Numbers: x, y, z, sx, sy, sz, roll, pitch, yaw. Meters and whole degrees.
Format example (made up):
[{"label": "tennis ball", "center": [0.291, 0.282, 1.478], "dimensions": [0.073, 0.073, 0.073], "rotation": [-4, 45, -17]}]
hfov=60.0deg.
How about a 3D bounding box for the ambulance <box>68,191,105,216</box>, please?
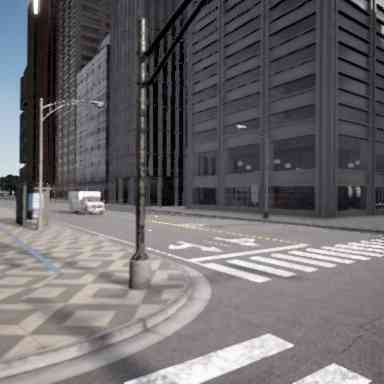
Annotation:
[{"label": "ambulance", "center": [-11.248, 1.161, 35.583], "dimensions": [2.351, 2.431, 6.366], "rotation": [1, 0, -35]}]
